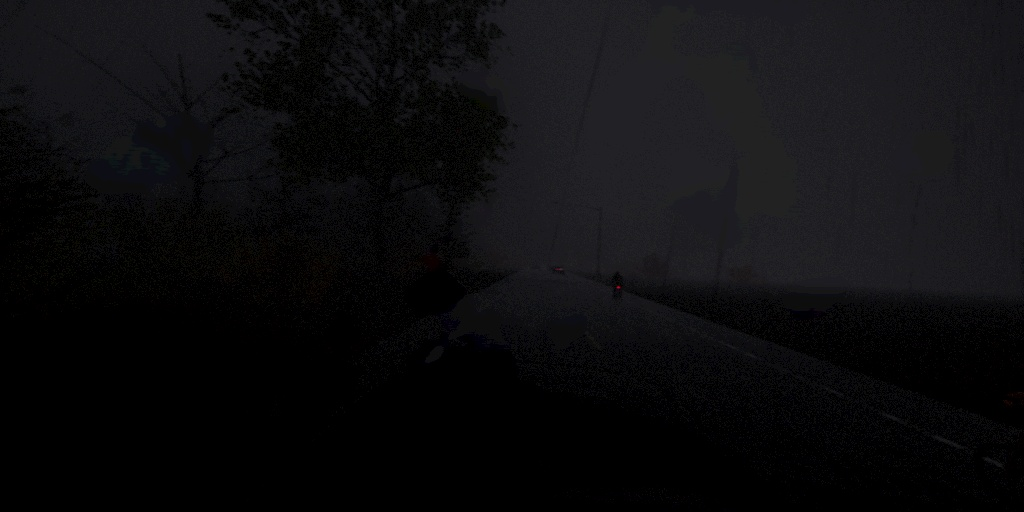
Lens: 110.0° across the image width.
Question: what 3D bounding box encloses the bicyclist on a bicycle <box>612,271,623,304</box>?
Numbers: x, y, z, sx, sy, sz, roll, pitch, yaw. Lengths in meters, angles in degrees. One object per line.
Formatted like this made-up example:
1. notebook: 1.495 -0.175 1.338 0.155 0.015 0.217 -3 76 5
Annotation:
1. bicyclist on a bicycle: 5.493 1.635 18.707 0.582 1.620 1.656 2 -1 4

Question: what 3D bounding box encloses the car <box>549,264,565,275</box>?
1. car: 7.305 2.219 56.786 1.837 1.490 4.892 2 0 4

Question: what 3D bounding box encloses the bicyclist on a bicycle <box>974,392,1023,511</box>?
1. bicyclist on a bicycle: 4.352 1.373 2.661 0.866 1.612 1.509 2 -1 4
